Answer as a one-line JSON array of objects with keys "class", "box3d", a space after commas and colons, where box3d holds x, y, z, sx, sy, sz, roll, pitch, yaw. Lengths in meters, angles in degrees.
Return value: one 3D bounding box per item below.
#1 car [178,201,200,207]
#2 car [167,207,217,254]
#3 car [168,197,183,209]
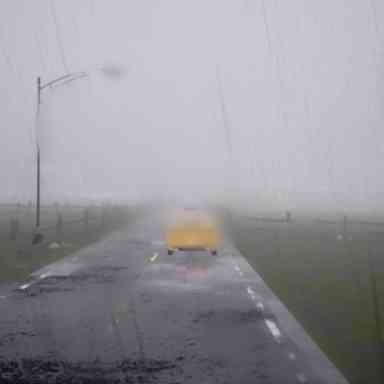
[{"class": "car", "box3d": [0.020, 1.809, 28.502, 1.837, 1.490, 4.892, 0, 0, 0]}, {"class": "car", "box3d": [0.027, 1.627, 14.240, 1.882, 1.535, 5.008, 0, 0, 0]}, {"class": "car", "box3d": [-2.758, 1.838, 56.519, 2.150, 2.045, 5.566, 0, -1, 0]}]
